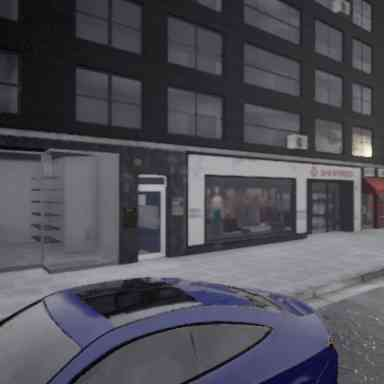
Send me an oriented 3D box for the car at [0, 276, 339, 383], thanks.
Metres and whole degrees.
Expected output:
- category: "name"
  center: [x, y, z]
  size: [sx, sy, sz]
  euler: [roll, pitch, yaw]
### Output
- category: "car"
  center: [-0.724, 1.523, 2.550]
  size: [4.674, 1.442, 1.812]
  euler: [0, 0, -35]
